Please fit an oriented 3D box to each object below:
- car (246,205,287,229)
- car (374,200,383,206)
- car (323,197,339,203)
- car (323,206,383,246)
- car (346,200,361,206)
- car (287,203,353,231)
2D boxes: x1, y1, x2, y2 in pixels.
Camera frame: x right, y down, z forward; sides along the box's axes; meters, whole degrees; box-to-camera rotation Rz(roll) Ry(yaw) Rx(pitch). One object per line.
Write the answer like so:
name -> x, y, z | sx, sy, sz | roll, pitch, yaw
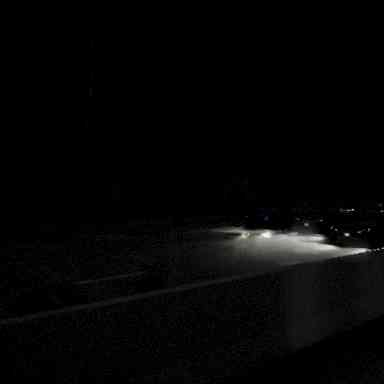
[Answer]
car -> 5.704, 1.671, 23.662 | 1.882, 1.535, 5.008 | 0, -1, 41
car -> 29.715, 1.958, 51.511 | 2.097, 1.767, 4.553 | 0, -1, 19
car -> 24.840, 1.917, 59.390 | 2.150, 2.045, 5.566 | 0, -1, 15
car -> 8.491, 1.655, 16.400 | 1.837, 1.490, 4.892 | 0, 0, 44
car -> 28.077, 2.179, 57.992 | 2.128, 1.511, 4.902 | 0, -1, 16
car -> 8.330, 1.680, 21.372 | 2.128, 1.511, 4.902 | 0, -1, 41
